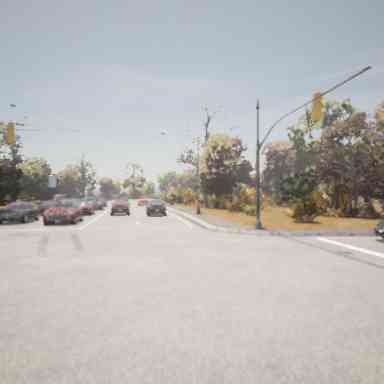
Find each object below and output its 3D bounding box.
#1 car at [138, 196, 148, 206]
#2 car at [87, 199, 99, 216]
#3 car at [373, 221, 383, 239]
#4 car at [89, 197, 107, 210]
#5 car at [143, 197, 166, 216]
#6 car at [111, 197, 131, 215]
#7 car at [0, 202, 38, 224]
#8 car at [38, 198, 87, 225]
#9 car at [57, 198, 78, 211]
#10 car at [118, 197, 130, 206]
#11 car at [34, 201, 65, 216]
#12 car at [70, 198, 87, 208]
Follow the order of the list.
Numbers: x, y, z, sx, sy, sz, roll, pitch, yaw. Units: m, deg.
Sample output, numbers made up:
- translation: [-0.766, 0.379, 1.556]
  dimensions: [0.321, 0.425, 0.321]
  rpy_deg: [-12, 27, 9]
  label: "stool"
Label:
- translation: [-8.517, 1.516, 59.042]
  dimensions: [2.097, 1.767, 4.553]
  rpy_deg: [0, 0, -10]
  label: "car"
- translation: [-10.917, 1.666, 33.545]
  dimensions: [1.895, 1.301, 4.718]
  rpy_deg: [0, 0, -10]
  label: "car"
- translation: [11.075, 1.624, 15.608]
  dimensions: [4.892, 1.490, 1.837]
  rpy_deg: [1, 0, -7]
  label: "car"
- translation: [-12.680, 1.448, 43.308]
  dimensions: [2.097, 1.767, 4.553]
  rpy_deg: [0, 0, -11]
  label: "car"
- translation: [-3.643, 1.571, 33.438]
  dimensions: [1.812, 1.442, 4.674]
  rpy_deg: [0, 0, -10]
  label: "car"
- translation: [-7.415, 1.583, 34.668]
  dimensions: [1.812, 1.442, 4.674]
  rpy_deg: [0, 0, -10]
  label: "car"
- translation: [-13.122, 1.567, 25.433]
  dimensions: [1.837, 1.490, 4.892]
  rpy_deg: [0, 0, -9]
  label: "car"
- translation: [-9.443, 1.403, 24.675]
  dimensions: [2.097, 1.767, 4.553]
  rpy_deg: [0, 0, -9]
  label: "car"
- translation: [-16.362, 1.588, 43.941]
  dimensions: [1.882, 1.535, 5.008]
  rpy_deg: [0, 0, -11]
  label: "car"
- translation: [-12.205, 1.661, 59.791]
  dimensions: [1.882, 1.535, 5.008]
  rpy_deg: [0, 0, -10]
  label: "car"
- translation: [-14.584, 1.640, 34.216]
  dimensions: [1.994, 1.385, 4.181]
  rpy_deg: [0, 0, -10]
  label: "car"
- translation: [-18.214, 1.730, 53.689]
  dimensions: [1.994, 1.385, 4.181]
  rpy_deg: [0, 0, -11]
  label: "car"
